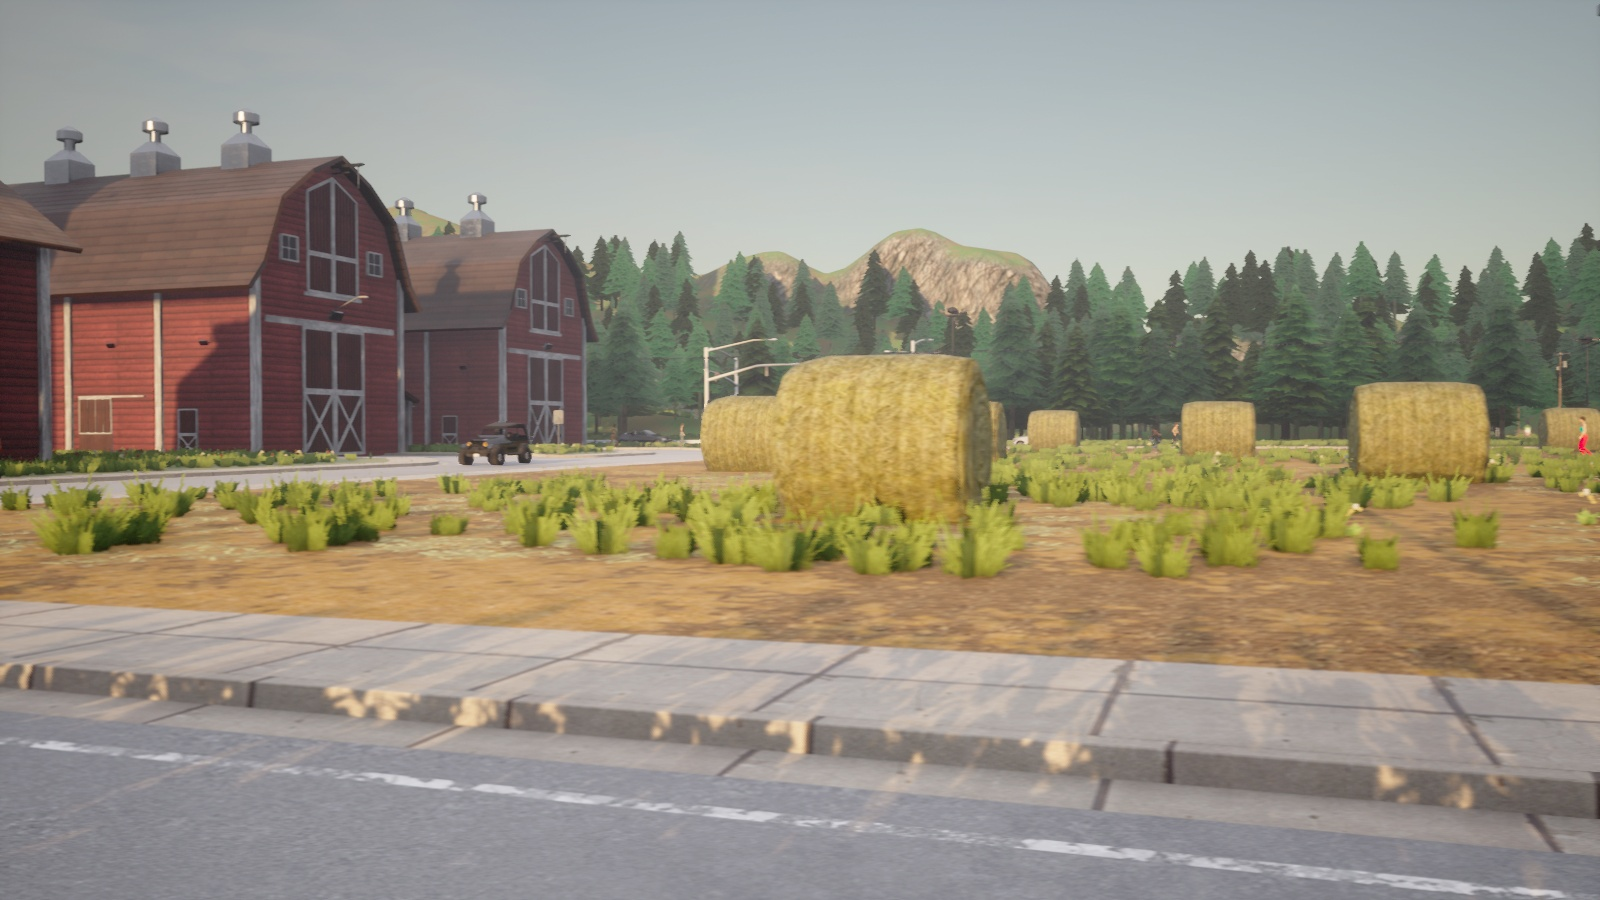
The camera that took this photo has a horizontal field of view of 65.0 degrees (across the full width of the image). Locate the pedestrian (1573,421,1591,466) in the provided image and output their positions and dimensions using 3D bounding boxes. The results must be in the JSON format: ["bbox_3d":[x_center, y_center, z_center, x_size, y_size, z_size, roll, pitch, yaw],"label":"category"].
[{"bbox_3d":[32.034,-0.261,51.424,0.594,1.836,0.345,1,1,32],"label":"pedestrian"}]

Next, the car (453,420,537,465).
[{"bbox_3d":[-13.652,-0.374,56.424,1.905,1.878,3.866,1,2,18],"label":"car"}]
